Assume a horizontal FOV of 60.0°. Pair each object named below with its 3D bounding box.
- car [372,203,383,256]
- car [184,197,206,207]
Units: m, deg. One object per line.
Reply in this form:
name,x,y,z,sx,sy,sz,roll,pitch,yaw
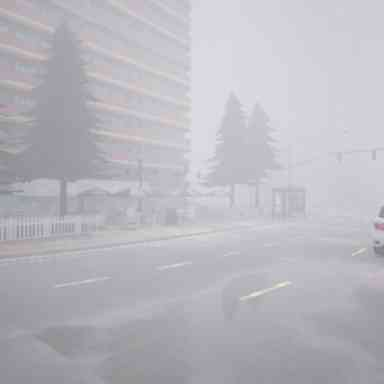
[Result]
car,8.677,1.357,12.897,2.150,2.045,5.566,0,0,41
car,-0.654,1.892,55.163,4.902,1.511,2.128,0,-1,41
